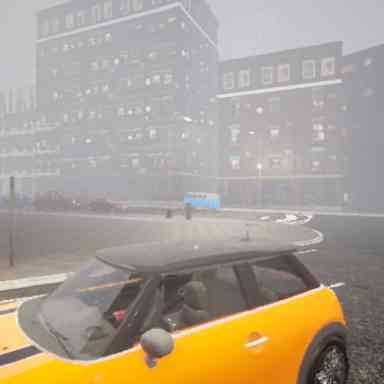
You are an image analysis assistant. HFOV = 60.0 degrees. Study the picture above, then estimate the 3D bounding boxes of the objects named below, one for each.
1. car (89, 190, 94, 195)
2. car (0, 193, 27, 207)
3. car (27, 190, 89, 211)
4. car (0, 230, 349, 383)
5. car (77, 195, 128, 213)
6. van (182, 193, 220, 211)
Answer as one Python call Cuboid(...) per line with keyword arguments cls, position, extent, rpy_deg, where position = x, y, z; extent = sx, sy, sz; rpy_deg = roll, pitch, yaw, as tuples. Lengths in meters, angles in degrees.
Cuboid(cls="car", position=(-14.424, 0.679, 41.627), extent=(5.009, 1.841, 2.192), rpy_deg=(1, 0, 24))
Cuboid(cls="car", position=(-20.013, 0.851, 37.782), extent=(4.674, 1.442, 1.812), rpy_deg=(1, 1, 24))
Cuboid(cls="car", position=(-12.792, 0.807, 31.721), extent=(5.009, 1.841, 2.192), rpy_deg=(1, -1, 24))
Cuboid(cls="car", position=(-0.457, 1.359, 3.367), extent=(4.553, 1.767, 2.097), rpy_deg=(0, 0, -36))
Cuboid(cls="car", position=(-7.655, 1.169, 29.423), extent=(4.206, 1.307, 1.802), rpy_deg=(1, -1, 24))
Cuboid(cls="van", position=(1.002, 0.992, 34.739), extent=(3.998, 1.788, 1.690), rpy_deg=(1, 0, 24))
